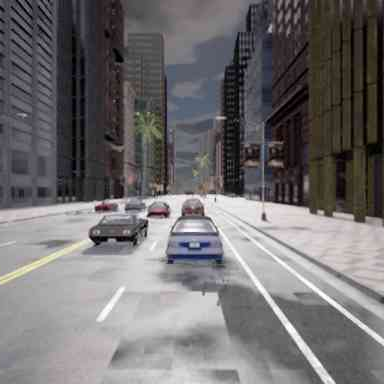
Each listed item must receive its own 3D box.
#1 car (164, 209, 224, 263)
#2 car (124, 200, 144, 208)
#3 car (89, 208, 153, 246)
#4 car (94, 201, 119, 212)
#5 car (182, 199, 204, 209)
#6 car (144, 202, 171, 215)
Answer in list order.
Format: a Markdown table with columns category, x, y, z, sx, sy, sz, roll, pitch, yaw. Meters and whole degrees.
| category | x | y | z | sx | sy | sz | roll | pitch | yaw |
| --- | --- | --- | --- | --- | --- | --- | --- | --- | --- |
| car | 0.086 | 1.573 | 12.050 | 2.033 | 1.411 | 5.357 | 0 | 0 | 0 |
| car | -6.598 | 1.628 | 39.009 | 2.033 | 1.411 | 5.357 | 0 | 0 | 0 |
| car | -3.157 | 1.633 | 15.373 | 1.895 | 1.301 | 4.718 | 0 | 0 | 0 |
| car | -9.846 | 1.680 | 38.503 | 1.895 | 1.301 | 4.718 | 0 | 0 | 0 |
| car | 0.093 | 1.418 | 31.812 | 2.097 | 1.767 | 4.553 | 0 | 0 | 0 |
| car | -3.155 | 1.631 | 32.565 | 1.994 | 1.385 | 4.181 | 0 | 0 | 0 |
